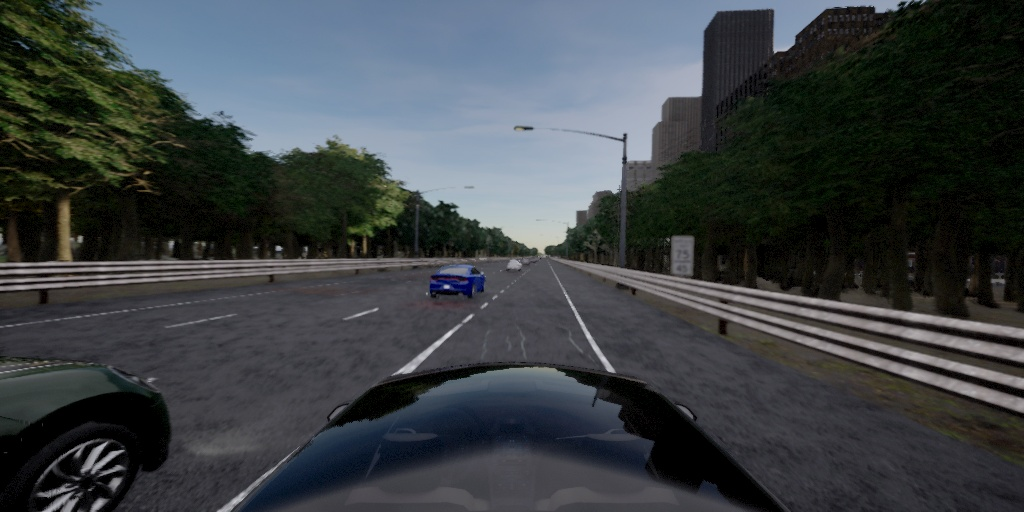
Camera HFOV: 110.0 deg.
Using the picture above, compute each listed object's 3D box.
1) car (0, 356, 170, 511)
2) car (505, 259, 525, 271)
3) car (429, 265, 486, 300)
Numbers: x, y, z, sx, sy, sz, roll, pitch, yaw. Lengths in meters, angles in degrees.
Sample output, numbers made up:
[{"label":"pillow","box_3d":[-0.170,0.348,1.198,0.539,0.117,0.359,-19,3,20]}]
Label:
[{"label":"car","box_3d":[-4.056,1.000,1.147,2.097,1.767,4.553,1,0,5]},{"label":"car","box_3d":[0.358,1.284,48.605,1.812,1.442,4.674,1,0,5]},{"label":"car","box_3d":[-2.524,1.165,17.619,1.882,1.535,5.008,1,0,5]}]
